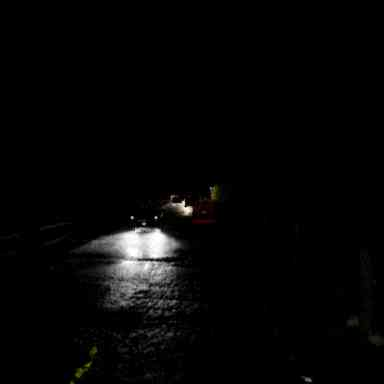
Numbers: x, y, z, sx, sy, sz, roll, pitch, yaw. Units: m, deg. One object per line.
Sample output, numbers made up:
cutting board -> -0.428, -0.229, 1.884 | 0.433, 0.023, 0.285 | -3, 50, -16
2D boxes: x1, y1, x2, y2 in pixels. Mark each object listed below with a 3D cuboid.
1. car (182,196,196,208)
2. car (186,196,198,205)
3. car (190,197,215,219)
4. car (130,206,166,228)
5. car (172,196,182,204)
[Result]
car -> 0.010, 1.344, 47.773 | 2.097, 1.767, 4.553 | 0, 0, 0
car -> 0.000, 1.483, 57.996 | 2.128, 1.511, 4.902 | 0, 0, 0
car -> 0.962, 1.472, 29.406 | 1.882, 1.535, 5.008 | 0, 0, 0
car -> -2.850, 1.596, 22.018 | 1.895, 1.301, 4.718 | 0, 0, 0
car -> -2.762, 1.539, 63.716 | 2.033, 1.411, 5.357 | 0, 0, 0
